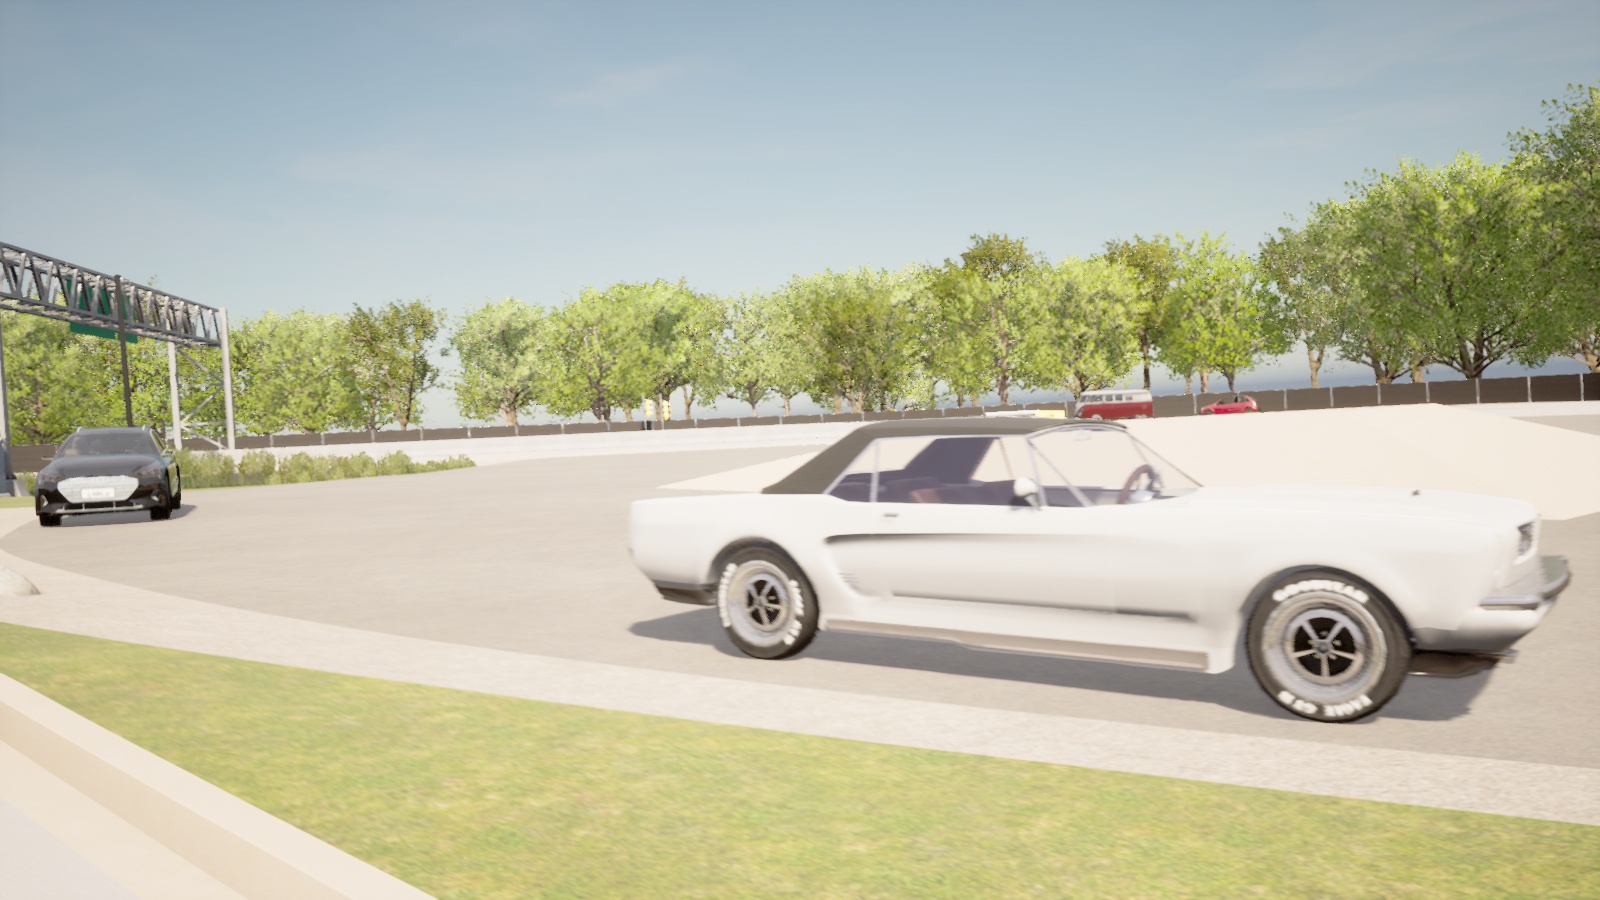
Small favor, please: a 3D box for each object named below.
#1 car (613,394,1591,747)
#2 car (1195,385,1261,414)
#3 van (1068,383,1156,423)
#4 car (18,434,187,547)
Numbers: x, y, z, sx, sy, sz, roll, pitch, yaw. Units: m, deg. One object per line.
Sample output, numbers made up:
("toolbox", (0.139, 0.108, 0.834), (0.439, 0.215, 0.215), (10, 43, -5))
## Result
("car", (1.412, 0.449, 6.764), (4.718, 1.301, 1.895), (-1, 2, 35))
("car", (29.768, -3.522, 87.407), (3.988, 1.617, 1.851), (-4, 2, 28))
("van", (17.774, -2.692, 71.702), (4.442, 1.987, 1.775), (-4, 1, -4))
("car", (-12.093, 0.603, 22.096), (2.033, 1.649, 4.856), (-4, 2, -23))
